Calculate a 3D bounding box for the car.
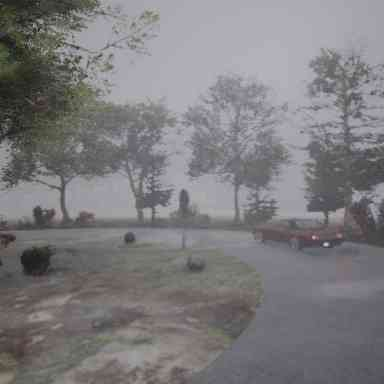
[{"bbox_3d":[4.696,1.894,15.584,1.895,1.301,4.718,0,-1,-20],"label":"car"}]
